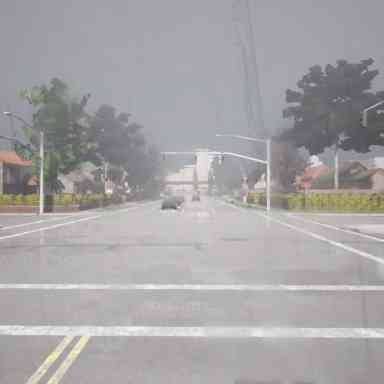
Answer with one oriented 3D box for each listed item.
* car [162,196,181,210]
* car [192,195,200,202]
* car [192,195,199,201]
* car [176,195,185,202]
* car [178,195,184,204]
[{"bbox_3d":[-2.852,1.547,43.438,2.033,1.411,5.357,0,0,0],"label":"car"},{"bbox_3d":[0.981,1.500,79.125,1.837,1.490,4.892,0,0,0],"label":"car"},{"bbox_3d":[1.051,1.514,89.523,1.812,1.442,4.674,0,0,0],"label":"car"},{"bbox_3d":[-2.555,1.478,73.944,1.882,1.535,5.008,0,0,0],"label":"car"},{"bbox_3d":[-2.774,1.505,53.271,1.837,1.490,4.892,0,0,1],"label":"car"}]
